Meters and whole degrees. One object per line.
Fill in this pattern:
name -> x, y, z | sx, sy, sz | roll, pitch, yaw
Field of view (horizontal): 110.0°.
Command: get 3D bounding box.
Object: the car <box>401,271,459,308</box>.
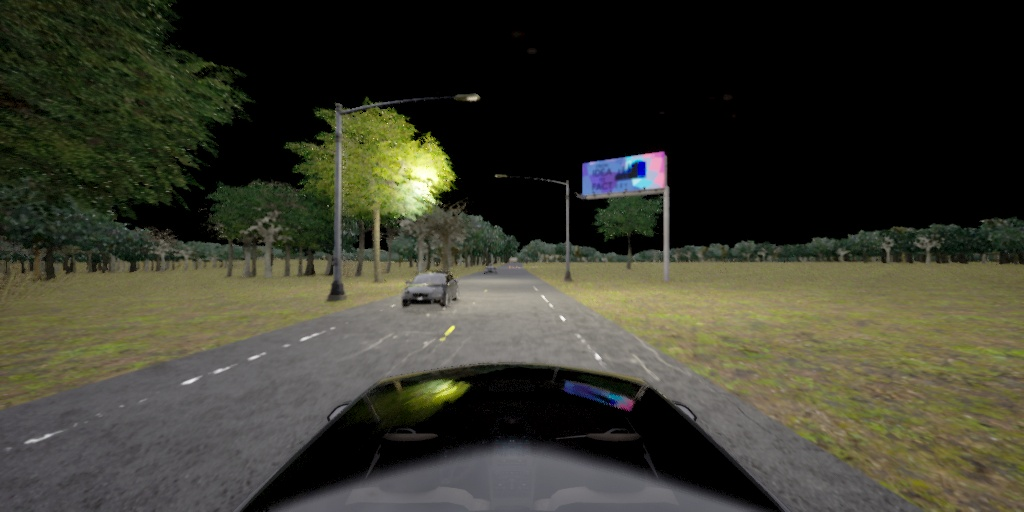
car -> -3.613, 1.472, 16.509 | 1.837, 1.490, 4.892 | 0, -1, 0

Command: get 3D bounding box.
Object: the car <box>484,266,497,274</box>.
car -> -3.525, 2.292, 58.833 | 1.994, 1.385, 4.181 | 0, -1, 1
